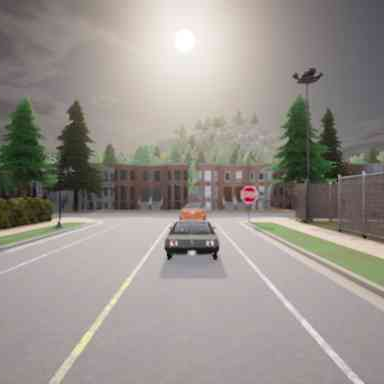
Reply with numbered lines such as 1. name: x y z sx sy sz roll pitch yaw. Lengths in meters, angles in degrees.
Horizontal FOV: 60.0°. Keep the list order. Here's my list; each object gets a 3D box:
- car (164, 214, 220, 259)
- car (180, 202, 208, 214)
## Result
1. car: 0.021 1.752 13.223 1.895 1.301 4.718 0 -1 1
2. car: 0.239 1.672 28.369 2.097 1.767 4.553 0 -1 5
